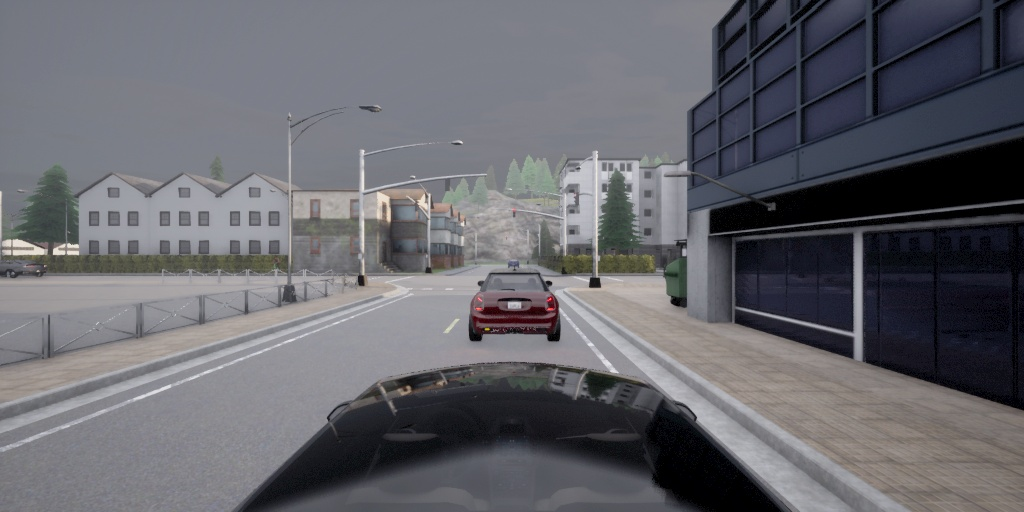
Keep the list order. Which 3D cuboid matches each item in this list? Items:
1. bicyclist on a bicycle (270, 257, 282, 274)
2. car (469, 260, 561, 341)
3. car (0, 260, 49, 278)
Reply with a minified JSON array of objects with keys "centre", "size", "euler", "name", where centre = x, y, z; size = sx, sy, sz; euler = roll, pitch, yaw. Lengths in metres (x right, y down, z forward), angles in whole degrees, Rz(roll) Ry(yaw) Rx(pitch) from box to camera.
[{"centre":[-22.226,0.874,33.826],"size":[0.582,1.620,1.656],"euler":[0,0,0],"name":"bicyclist on a bicycle"},{"centre":[0.081,1.102,9.993],"size":[2.097,1.767,4.553],"euler":[0,0,1],"name":"car"},{"centre":[-42.115,1.065,30.065],"size":[4.902,1.511,2.128],"euler":[0,0,0],"name":"car"}]
